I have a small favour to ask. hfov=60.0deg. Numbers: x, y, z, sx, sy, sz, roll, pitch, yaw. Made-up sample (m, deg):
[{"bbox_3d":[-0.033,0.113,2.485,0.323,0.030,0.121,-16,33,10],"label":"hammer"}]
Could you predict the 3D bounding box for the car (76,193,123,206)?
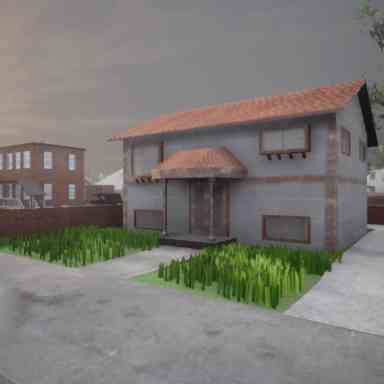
[{"bbox_3d":[-6.422,0.973,23.158,3.866,1.878,1.905,0,0,35],"label":"car"}]
